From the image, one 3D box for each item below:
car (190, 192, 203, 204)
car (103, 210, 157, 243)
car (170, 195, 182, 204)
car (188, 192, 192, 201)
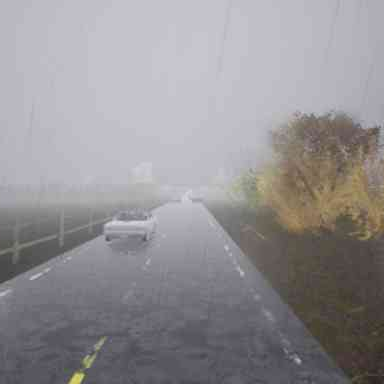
[{"bbox_3d":[0.966,1.301,59.421,1.882,1.535,5.008,0,0,0],"label":"car"},{"bbox_3d":[-2.849,1.567,16.141,1.895,1.301,4.718,0,0,0],"label":"car"},{"bbox_3d":[-2.786,1.336,57.970,1.837,1.490,4.892,0,1,1],"label":"car"},{"bbox_3d":[0.005,1.274,77.656,2.033,1.411,5.357,0,0,0],"label":"car"}]
